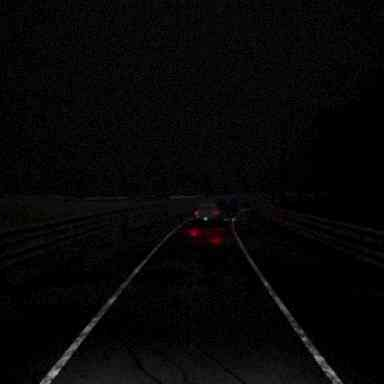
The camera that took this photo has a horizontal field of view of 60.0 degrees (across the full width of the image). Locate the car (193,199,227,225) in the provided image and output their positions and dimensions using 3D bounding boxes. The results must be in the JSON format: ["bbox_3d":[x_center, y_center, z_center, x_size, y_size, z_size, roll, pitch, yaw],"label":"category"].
[{"bbox_3d":[1.217,1.488,23.554,1.812,1.442,4.674,0,0,9],"label":"car"}]

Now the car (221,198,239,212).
[{"bbox_3d":[4.047,1.370,37.338,1.882,1.535,5.008,0,1,16],"label":"car"}]
